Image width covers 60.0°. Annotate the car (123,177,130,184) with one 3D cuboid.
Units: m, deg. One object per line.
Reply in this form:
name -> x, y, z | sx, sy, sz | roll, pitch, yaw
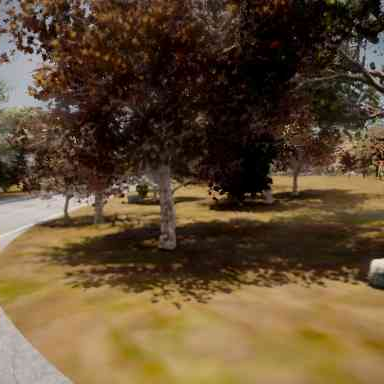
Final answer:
car -> -13.348, -2.263, 66.911 | 1.994, 1.385, 4.181 | 0, 4, 3
